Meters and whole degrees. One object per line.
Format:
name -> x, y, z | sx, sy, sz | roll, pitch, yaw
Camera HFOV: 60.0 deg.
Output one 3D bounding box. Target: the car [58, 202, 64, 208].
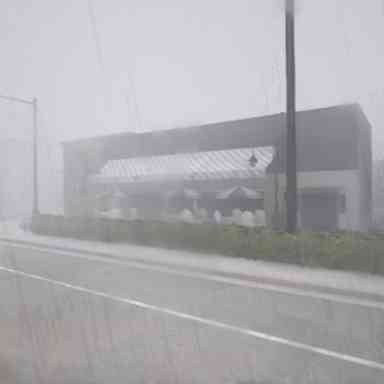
car -> -21.801, 2.123, 60.356 | 1.882, 1.535, 5.008 | -1, -1, 35
